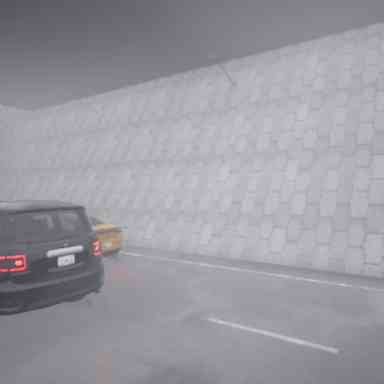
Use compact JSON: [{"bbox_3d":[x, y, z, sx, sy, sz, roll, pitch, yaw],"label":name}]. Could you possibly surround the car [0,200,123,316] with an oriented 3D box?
[{"bbox_3d":[-4.235,1.192,6.864,5.566,2.045,2.150,0,0,34],"label":"car"}]
